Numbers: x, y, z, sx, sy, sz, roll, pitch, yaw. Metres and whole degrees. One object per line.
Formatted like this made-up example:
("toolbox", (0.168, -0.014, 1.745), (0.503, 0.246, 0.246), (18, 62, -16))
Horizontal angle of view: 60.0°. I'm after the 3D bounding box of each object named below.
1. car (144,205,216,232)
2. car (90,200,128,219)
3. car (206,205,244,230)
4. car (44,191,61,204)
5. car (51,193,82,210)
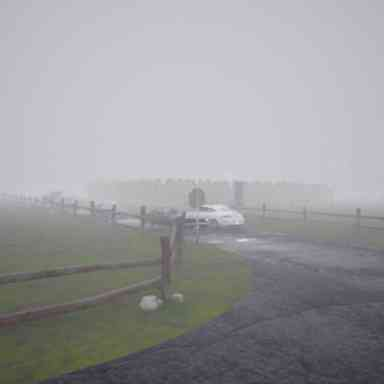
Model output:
("car", (-1.021, 1.537, 19.227), (1.895, 1.301, 4.718), (2, 0, -36))
("car", (-6.969, 1.363, 27.535), (1.812, 1.442, 4.674), (2, 0, -36))
("car", (1.271, 1.529, 20.929), (1.812, 1.442, 4.674), (2, 0, -36))
("car", (-22.647, 0.822, 54.284), (2.150, 2.045, 5.566), (2, 0, -36))
("car", (-13.872, 1.226, 37.167), (1.837, 1.490, 4.892), (2, -1, -36))
